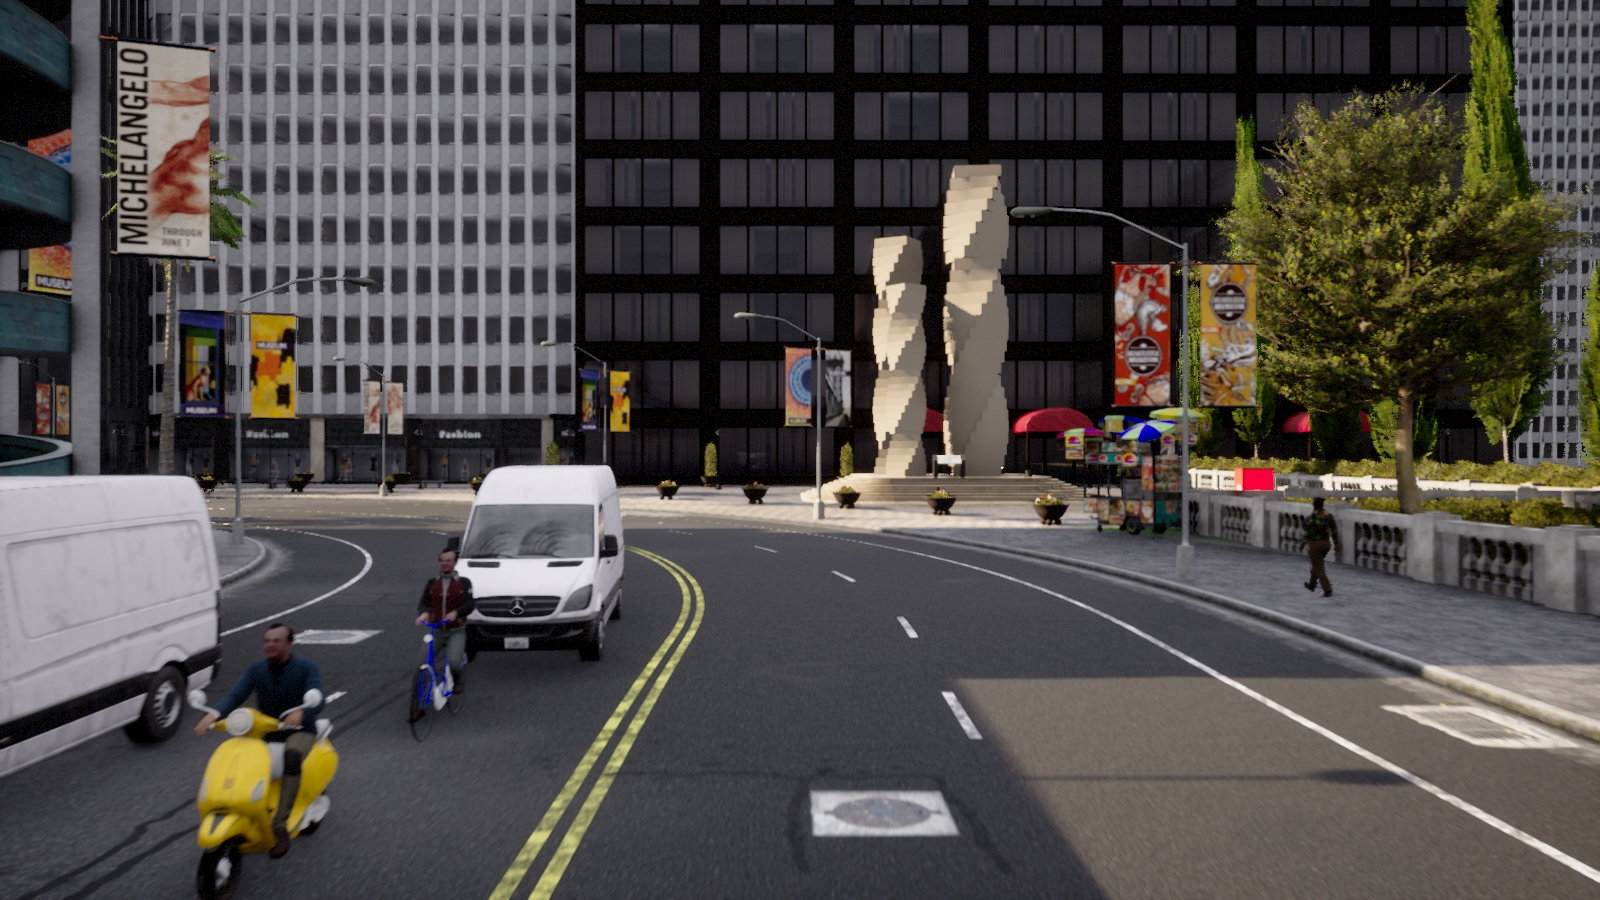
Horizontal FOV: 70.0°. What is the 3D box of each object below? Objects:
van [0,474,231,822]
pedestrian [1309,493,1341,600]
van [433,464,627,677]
[{"bbox_3d":[-7.064,1.535,9.302,1.988,2.561,5.915,0,0,-1],"label":"van"},{"bbox_3d":[9.261,1.697,20.168,0.375,1.860,0.375,0,0,-5],"label":"pedestrian"},{"bbox_3d":[-3.804,1.535,17.186,1.988,2.561,5.915,0,0,-5],"label":"van"}]
